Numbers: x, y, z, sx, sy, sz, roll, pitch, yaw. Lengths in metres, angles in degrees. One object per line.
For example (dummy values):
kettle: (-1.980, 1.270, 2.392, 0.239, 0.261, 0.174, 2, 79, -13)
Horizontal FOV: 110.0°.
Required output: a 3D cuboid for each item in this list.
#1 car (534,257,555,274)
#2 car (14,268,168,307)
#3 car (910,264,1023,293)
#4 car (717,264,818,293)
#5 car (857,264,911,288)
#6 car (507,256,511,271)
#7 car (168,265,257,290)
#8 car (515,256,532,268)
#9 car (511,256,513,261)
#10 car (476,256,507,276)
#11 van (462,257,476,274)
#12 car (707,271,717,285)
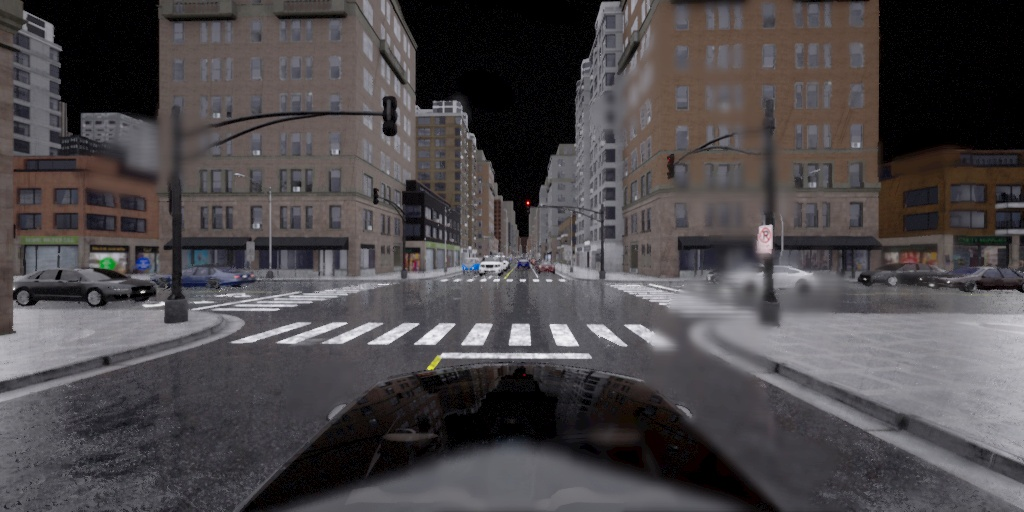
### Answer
car: (3.850, 1.195, 40.936, 1.967, 1.591, 4.097, 0, 0, 2)
car: (-17.632, 1.235, 14.859, 4.892, 1.490, 1.837, 0, 0, 2)
car: (26.539, 1.320, 20.265, 5.357, 1.411, 2.033, 0, 0, 2)
car: (14.787, 1.283, 20.610, 4.674, 1.442, 1.812, 0, 0, 3)
car: (25.674, 1.276, 23.543, 4.892, 1.490, 1.837, 0, 0, 2)
car: (-1.697, 0.981, 47.414, 2.150, 2.045, 5.566, 0, 0, 2)
car: (-18.521, 1.273, 21.591, 5.357, 1.411, 2.033, 0, 0, 2)
car: (1.920, 1.245, 59.319, 1.882, 1.535, 5.008, 0, 0, 2)
car: (-1.325, 1.118, 57.643, 2.097, 1.767, 4.553, 0, 0, 2)
car: (-2.057, 0.974, 37.051, 2.150, 2.045, 5.566, 0, 0, 2)
van: (-4.671, 1.096, 41.228, 1.690, 1.789, 3.998, 0, 0, 2)
car: (15.667, 1.248, 23.837, 4.902, 1.511, 2.128, 0, 0, 2)
